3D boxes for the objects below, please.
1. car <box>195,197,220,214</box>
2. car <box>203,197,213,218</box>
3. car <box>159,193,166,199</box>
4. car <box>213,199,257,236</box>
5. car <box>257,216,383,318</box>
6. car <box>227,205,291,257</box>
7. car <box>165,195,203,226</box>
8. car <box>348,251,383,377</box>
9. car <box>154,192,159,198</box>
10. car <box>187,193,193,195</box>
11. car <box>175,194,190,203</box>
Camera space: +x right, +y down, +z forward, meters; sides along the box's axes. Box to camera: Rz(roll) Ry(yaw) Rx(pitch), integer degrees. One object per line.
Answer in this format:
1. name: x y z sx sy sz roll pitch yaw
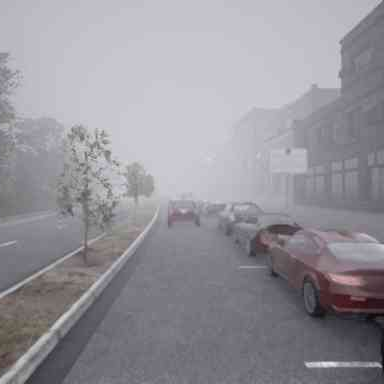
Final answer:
1. car: 1.545 1.381 35.039 2.097 1.535 5.008 0 0 -5
2. car: 1.978 1.402 29.494 2.231 1.521 4.892 0 0 -4
3. car: -6.452 1.024 84.527 1.946 1.575 5.366 0 0 -13
4. car: 2.632 1.310 18.367 2.185 1.767 4.553 0 0 -2
5. car: 2.978 1.505 7.269 2.002 1.452 4.674 0 0 -1
6. car: 2.850 1.481 12.871 2.163 1.488 4.792 0 0 -1
7. car: -0.631 1.289 23.190 2.097 1.767 4.553 0 0 -3
8. car: 3.052 1.506 1.741 2.163 1.488 4.792 0 0 0
9. car: -8.237 0.989 91.339 2.163 1.488 4.792 0 0 -15
10. car: 0.457 1.331 46.308 1.946 1.575 5.366 0 0 -6
11. car: -1.847 1.229 62.668 2.231 1.521 4.892 0 0 -9
